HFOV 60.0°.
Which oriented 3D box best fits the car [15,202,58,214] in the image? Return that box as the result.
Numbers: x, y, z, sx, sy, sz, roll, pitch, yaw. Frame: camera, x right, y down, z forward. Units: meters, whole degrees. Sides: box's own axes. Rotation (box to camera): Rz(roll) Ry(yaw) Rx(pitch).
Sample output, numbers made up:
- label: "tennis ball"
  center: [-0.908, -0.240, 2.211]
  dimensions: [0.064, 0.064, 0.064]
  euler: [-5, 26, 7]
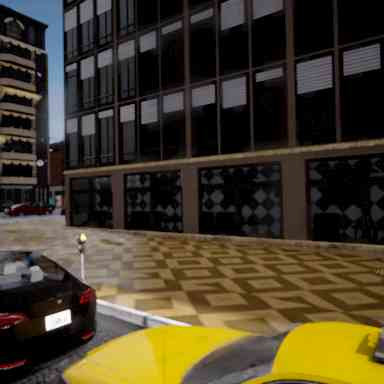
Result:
- label: "car"
  center: [-19.131, 1.966, 41.076]
  dimensions: [1.947, 1.339, 4.313]
  euler: [-2, -1, 35]

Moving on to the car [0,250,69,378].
- label: "car"
  center: [-3.316, 1.600, 5.239]
  dimensions: [4.313, 1.339, 1.947]
  euler: [0, -1, 35]

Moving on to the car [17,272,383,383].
- label: "car"
  center: [0.984, 1.528, 2.192]
  dimensions: [4.829, 1.417, 1.752]
  euler: [0, -1, 35]

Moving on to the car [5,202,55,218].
- label: "car"
  center: [-15.474, 1.756, 31.725]
  dimensions: [1.802, 1.307, 4.206]
  euler: [-2, -1, 35]
